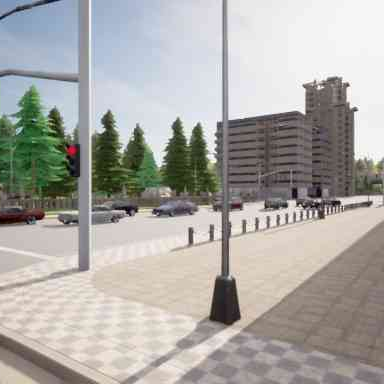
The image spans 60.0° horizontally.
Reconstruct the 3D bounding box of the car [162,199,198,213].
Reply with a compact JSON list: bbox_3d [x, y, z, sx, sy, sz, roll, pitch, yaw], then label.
[{"bbox_3d":[-1.266,1.564,37.867,1.994,1.385,4.181,0,0,35],"label":"car"}]

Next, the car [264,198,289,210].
[{"bbox_3d":[10.820,1.491,42.433,2.128,1.511,4.902,0,0,35],"label":"car"}]

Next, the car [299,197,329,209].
[{"bbox_3d":[16.030,1.601,43.718,1.895,1.301,4.718,0,0,35],"label":"car"}]

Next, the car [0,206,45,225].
[{"bbox_3d":[-12.494,1.601,22.175,1.895,1.301,4.718,0,0,37],"label":"car"}]

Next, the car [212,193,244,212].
[{"bbox_3d":[4.336,1.352,39.676,2.097,1.767,4.553,0,0,36],"label":"car"}]

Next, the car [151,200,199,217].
[{"bbox_3d":[-1.470,1.547,31.538,2.033,1.411,5.357,0,0,36],"label":"car"}]

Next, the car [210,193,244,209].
[{"bbox_3d":[4.983,1.221,46.571,2.150,2.045,5.566,0,0,36],"label":"car"}]

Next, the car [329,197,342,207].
[{"bbox_3d":[21.560,1.547,51.549,2.033,1.411,5.357,0,0,38],"label":"car"}]

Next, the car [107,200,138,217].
[{"bbox_3d":[-7.011,1.477,29.796,1.882,1.535,5.008,0,0,36],"label":"car"}]

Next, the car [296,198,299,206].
[{"bbox_3d":[17.814,1.505,52.258,1.837,1.490,4.892,0,0,35],"label":"car"}]

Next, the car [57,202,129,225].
[{"bbox_3d":[-7.070,1.601,23.679,1.895,1.301,4.718,0,0,35],"label":"car"}]
